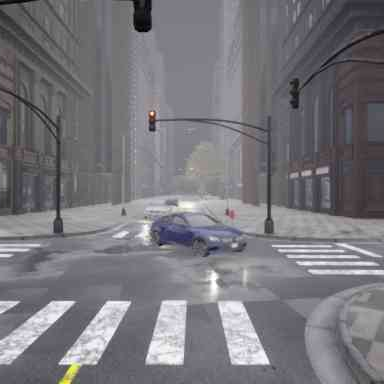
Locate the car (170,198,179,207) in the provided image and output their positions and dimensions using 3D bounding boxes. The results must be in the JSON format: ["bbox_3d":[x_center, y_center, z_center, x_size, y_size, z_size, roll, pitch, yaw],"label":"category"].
[{"bbox_3d":[-2.995,1.566,50.251,2.033,1.411,5.357,0,0,0],"label":"car"}]

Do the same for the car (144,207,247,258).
[{"bbox_3d":[0.019,1.527,13.017,1.812,1.442,4.674,-1,0,-37],"label":"car"}]

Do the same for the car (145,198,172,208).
[{"bbox_3d":[-3.051,1.525,29.200,1.812,1.442,4.674,0,0,0],"label":"car"}]
